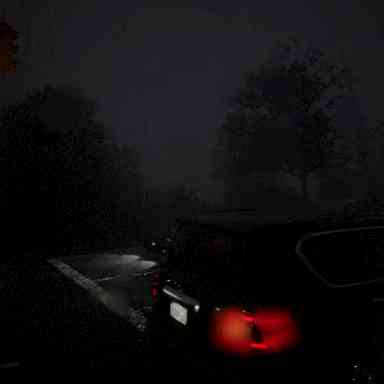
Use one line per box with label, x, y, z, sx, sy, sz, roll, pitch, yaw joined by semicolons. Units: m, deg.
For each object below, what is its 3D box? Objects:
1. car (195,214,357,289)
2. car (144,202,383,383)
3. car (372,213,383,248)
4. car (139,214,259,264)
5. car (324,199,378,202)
car;2.697;1.562;10.065;5.008;1.535;1.882;1;0;-34
car;2.121;1.268;4.613;5.566;2.045;2.150;1;0;-33
car;10.434;1.711;15.255;4.674;1.442;1.812;1;0;-33
car;0.314;1.643;12.674;4.181;1.385;1.994;1;0;-34
car;8.079;1.402;17.900;5.566;2.045;2.150;1;0;-33
